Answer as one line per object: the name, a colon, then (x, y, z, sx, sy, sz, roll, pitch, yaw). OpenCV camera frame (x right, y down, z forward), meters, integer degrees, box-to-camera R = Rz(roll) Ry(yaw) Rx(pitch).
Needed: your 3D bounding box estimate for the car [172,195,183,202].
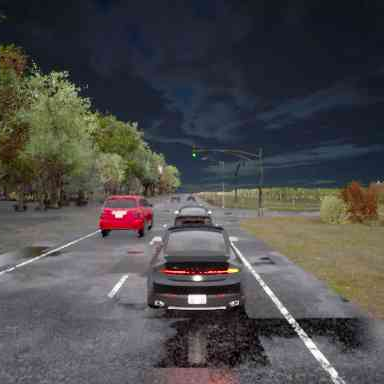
car: (-3.671, 1.494, 77.339, 1.837, 1.490, 4.892, 0, 0, 0)

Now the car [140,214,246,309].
car: (0.081, 1.507, 7.866, 1.837, 1.490, 4.892, 0, 0, 0)

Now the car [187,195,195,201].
car: (-0.189, 1.492, 84.564, 1.837, 1.490, 4.892, 0, 0, 0)

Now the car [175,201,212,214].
car: (0.065, 1.480, 18.229, 1.882, 1.535, 5.008, 0, 0, 0)

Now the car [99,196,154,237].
car: (-3.441, 1.223, 18.322, 2.150, 2.045, 5.566, 0, 0, 0)
